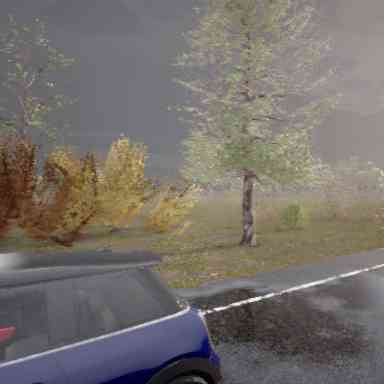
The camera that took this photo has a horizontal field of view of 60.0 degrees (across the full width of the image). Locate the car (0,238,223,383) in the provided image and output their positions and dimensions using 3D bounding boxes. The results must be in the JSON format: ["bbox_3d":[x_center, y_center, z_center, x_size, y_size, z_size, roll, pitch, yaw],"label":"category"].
[{"bbox_3d":[-1.994,1.352,2.568,4.553,1.767,2.097,0,0,-35],"label":"car"}]
